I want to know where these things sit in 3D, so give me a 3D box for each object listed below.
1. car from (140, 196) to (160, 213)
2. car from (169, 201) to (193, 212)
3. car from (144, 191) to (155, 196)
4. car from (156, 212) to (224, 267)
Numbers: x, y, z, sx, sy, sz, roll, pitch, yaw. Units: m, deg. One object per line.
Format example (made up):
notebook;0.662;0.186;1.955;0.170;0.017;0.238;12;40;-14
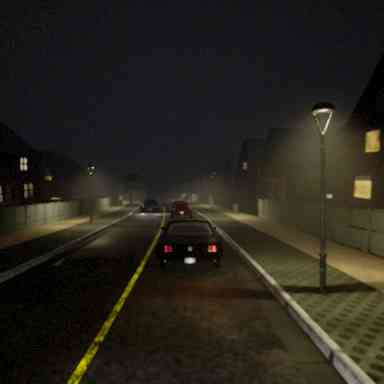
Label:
car;-4.464;1.469;35.950;1.812;1.442;4.674;0;0;-5
car;-0.948;1.460;28.570;1.812;1.442;4.674;0;0;-4
car;-9.689;0.834;76.032;2.150;2.045;5.566;-1;0;-10
car;-0.107;1.568;11.258;1.895;1.301;4.718;0;0;-2
